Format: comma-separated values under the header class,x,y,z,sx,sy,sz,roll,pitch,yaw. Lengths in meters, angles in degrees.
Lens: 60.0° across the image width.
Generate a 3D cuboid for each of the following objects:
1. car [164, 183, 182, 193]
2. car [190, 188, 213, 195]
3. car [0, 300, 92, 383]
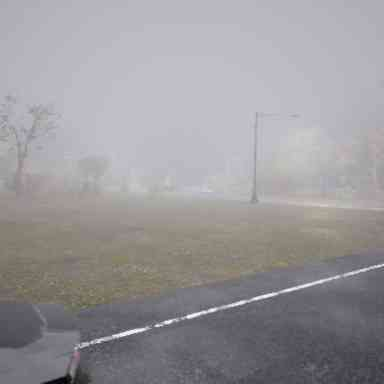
class,x,y,z,sx,sy,sz,roll,pitch,yaw
car,-4.169,-0.952,69.492,2.150,2.045,5.566,0,2,-36
car,1.651,-0.152,61.375,1.895,1.301,4.718,0,2,-36
car,-3.032,1.493,1.708,4.902,1.511,2.128,0,0,-35
